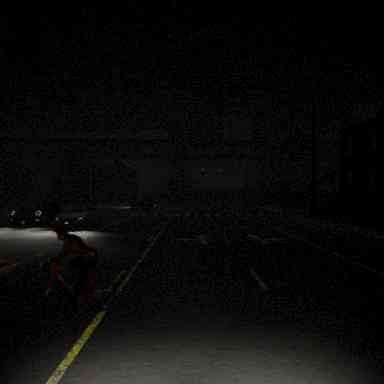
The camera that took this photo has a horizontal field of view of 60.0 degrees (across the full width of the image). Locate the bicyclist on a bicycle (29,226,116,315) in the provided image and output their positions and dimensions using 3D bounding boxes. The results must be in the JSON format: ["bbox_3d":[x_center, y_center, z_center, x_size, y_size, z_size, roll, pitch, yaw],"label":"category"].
[{"bbox_3d":[-2.248,1.455,6.213,1.656,1.620,0.582,-2,0,0],"label":"bicyclist on a bicycle"}]

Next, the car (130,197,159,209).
[{"bbox_3d":[-6.566,1.505,45.438,1.837,1.490,4.892,0,0,-45],"label":"car"}]

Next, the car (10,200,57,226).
[{"bbox_3d":[-10.659,1.352,23.183,2.097,1.767,4.553,0,0,0],"label":"car"}]

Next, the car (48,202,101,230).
[{"bbox_3d":[-7.165,1.525,21.314,1.812,1.442,4.674,0,0,0],"label":"car"}]

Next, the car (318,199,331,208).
[{"bbox_3d":[17.402,1.526,40.147,4.674,1.442,1.812,0,0,0],"label":"car"}]
